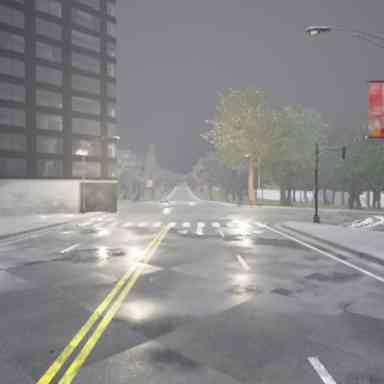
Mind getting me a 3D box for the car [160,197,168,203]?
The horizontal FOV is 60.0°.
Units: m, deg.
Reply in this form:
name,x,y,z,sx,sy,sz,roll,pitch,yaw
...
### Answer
name,x,y,z,sx,sy,sz,roll,pitch,yaw
car,-7.554,2.196,89.250,1.812,1.442,4.674,0,-1,-2
